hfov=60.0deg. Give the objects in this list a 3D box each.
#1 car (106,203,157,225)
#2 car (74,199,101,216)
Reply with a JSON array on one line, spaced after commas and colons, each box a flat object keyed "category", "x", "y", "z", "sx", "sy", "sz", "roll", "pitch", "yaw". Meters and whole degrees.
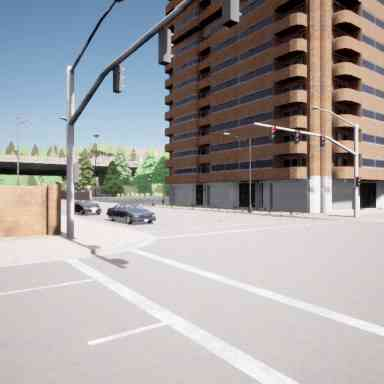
[{"category": "car", "x": -4.673, "y": 1.547, "z": 24.821, "sx": 2.033, "sy": 1.411, "sz": 5.357, "roll": 0, "pitch": 0, "yaw": -36}, {"category": "car", "x": -10.540, "y": 1.491, "z": 32.978, "sx": 2.128, "sy": 1.511, "sz": 4.902, "roll": 0, "pitch": 0, "yaw": -36}]
